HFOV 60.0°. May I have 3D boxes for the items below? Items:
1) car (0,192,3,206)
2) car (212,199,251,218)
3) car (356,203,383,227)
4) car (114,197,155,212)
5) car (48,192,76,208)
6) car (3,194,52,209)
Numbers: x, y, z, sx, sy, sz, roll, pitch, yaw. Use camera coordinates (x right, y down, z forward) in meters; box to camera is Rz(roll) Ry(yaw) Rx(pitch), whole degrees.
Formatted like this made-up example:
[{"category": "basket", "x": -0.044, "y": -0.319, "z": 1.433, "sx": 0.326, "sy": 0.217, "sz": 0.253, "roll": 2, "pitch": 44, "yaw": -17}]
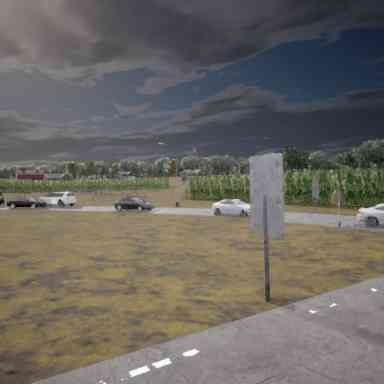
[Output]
[{"category": "car", "x": -29.246, "y": 1.025, "z": 46.775, "sx": 5.566, "sy": 2.045, "sz": 2.150, "roll": 0, "pitch": 1, "yaw": 5}, {"category": "car", "x": 3.764, "y": 1.343, "z": 28.938, "sx": 4.674, "sy": 1.442, "sz": 1.812, "roll": 0, "pitch": 3, "yaw": 45}, {"category": "car", "x": 12.384, "y": 1.388, "z": 19.809, "sx": 4.674, "sy": 1.442, "sz": 1.812, "roll": 0, "pitch": 2, "yaw": 43}, {"category": "car", "x": -6.373, "y": 1.345, "z": 36.600, "sx": 4.892, "sy": 1.490, "sz": 1.837, "roll": 0, "pitch": 2, "yaw": 30}, {"category": "car", "x": -18.364, "y": 1.009, "z": 44.839, "sx": 5.566, "sy": 2.045, "sz": 2.150, "roll": 0, "pitch": 2, "yaw": 15}, {"category": "car", "x": -21.184, "y": 1.363, "z": 42.831, "sx": 5.008, "sy": 1.535, "sz": 1.882, "roll": 0, "pitch": 2, "yaw": 13}]
